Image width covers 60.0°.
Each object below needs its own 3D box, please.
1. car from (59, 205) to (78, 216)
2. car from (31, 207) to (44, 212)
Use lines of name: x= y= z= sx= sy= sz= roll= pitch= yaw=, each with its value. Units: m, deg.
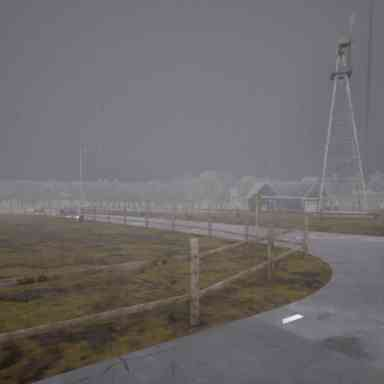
car: x=-18.615 y=2.796 z=49.972 sx=1.837 sy=1.490 sz=4.892 roll=0 pitch=-2 yaw=-35
car: x=-36.566 y=4.310 z=79.883 sx=1.812 sy=1.442 sz=4.674 roll=0 pitch=-3 yaw=-35
